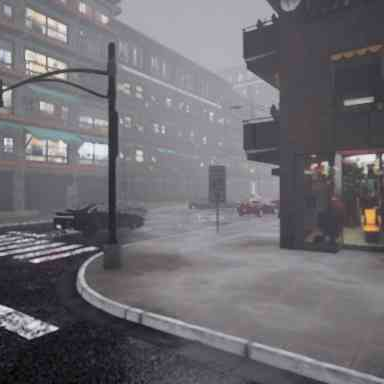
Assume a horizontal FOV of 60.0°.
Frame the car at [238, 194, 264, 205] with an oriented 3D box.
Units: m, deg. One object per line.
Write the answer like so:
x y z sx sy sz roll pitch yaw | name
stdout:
7.929 0.919 44.160 1.802 1.307 4.206 1 1 35 | car

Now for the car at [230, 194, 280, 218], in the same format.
5.015 1.119 25.378 1.887 1.381 4.507 1 1 35 | car

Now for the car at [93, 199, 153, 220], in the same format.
-5.239 1.266 25.739 1.947 1.339 4.313 1 1 35 | car

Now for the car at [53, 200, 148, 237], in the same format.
-4.501 1.277 16.715 2.128 1.511 4.902 0 1 35 | car

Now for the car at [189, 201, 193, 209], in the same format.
1.398 1.084 34.916 1.947 1.339 4.313 1 1 35 | car

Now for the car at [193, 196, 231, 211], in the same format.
2.711 1.077 32.301 2.033 1.411 5.357 0 1 35 | car
